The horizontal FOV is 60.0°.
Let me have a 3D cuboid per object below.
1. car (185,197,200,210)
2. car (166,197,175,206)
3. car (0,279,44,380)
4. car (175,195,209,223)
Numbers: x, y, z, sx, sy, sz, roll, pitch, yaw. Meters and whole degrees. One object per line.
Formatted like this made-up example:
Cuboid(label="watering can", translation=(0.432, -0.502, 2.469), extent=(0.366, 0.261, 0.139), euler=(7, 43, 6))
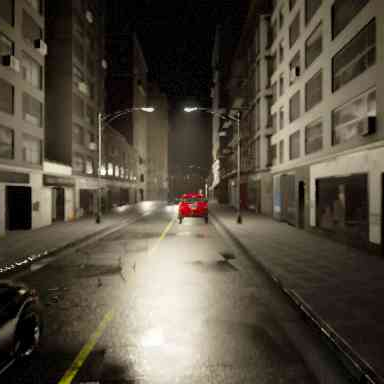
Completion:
Cuboid(label="car", translation=(0.097, 1.475, 44.082), extent=(1.882, 1.535, 5.008), euler=(0, 0, 0))
Cuboid(label="car", translation=(-3.028, 1.494, 53.804), extent=(2.128, 1.511, 4.902), euler=(0, 0, 1))
Cuboid(label="car", translation=(-3.100, 1.564, 3.056), extent=(1.994, 1.385, 4.181), euler=(0, 0, 0))
Cuboid(label="car", translation=(0.098, 1.219, 25.608), extent=(2.150, 2.045, 5.566), euler=(0, 0, 0))
